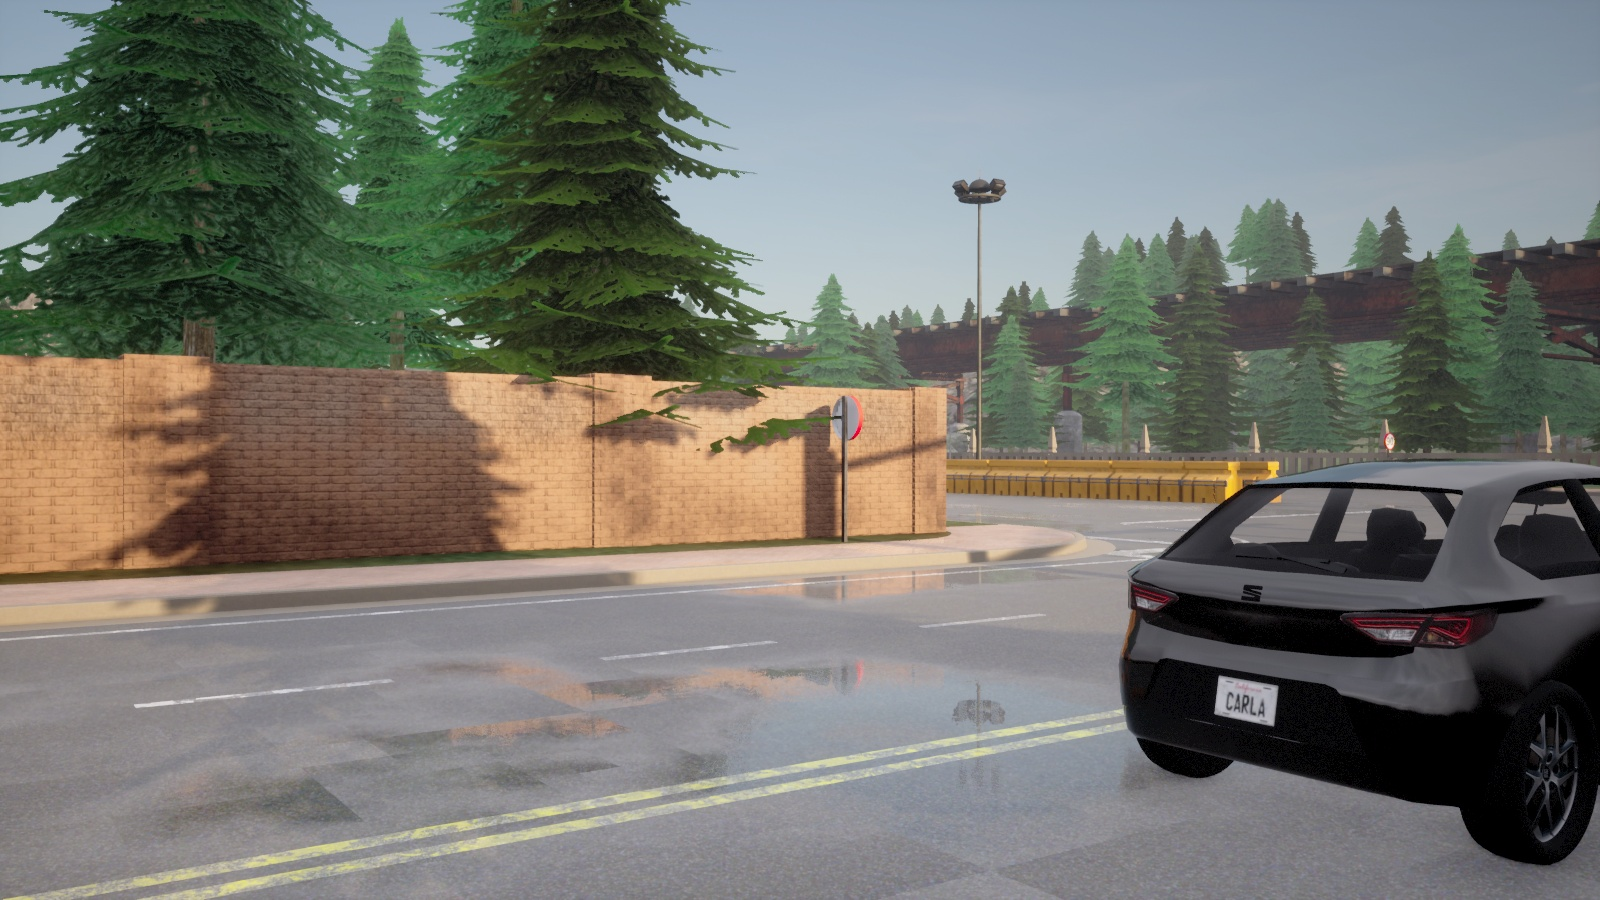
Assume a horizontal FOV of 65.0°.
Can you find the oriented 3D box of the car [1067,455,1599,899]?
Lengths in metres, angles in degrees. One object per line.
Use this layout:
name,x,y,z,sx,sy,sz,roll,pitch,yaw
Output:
car,3.427,0.766,6.046,4.193,1.474,1.816,0,0,-35
